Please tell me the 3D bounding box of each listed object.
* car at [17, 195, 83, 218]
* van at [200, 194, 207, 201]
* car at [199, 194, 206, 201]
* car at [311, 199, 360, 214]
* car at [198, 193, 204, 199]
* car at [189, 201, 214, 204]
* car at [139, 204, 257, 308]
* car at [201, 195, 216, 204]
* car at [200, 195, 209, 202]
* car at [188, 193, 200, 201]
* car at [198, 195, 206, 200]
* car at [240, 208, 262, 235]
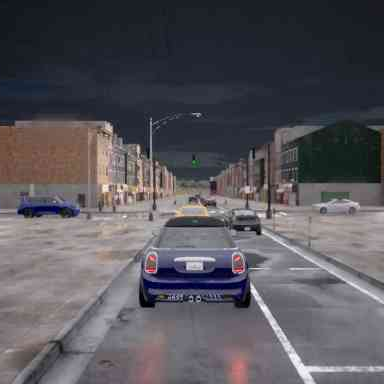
[{"bbox_3d":[-12.847,1.334,30.234,5.566,2.045,2.150,0,1,0],"label":"car"},{"bbox_3d":[2.869,1.351,83.883,1.690,1.788,3.998,-1,0,0],"label":"van"},{"bbox_3d":[2.808,1.585,61.753,1.802,1.307,4.206,-1,0,0],"label":"car"},{"bbox_3d":[14.255,1.403,33.106,4.674,1.442,1.812,0,1,-2],"label":"car"},{"bbox_3d":[2.840,1.551,72.818,1.887,1.381,4.507,-1,0,0],"label":"car"},{"bbox_3d":[0.077,1.472,18.273,1.882,1.535,5.008,0,0,1],"label":"car"},{"bbox_3d":[0.071,1.349,8.078,2.097,1.767,4.553,0,0,1],"label":"car"},{"bbox_3d":[2.774,1.544,50.688,1.887,1.381,4.507,-1,0,0],"label":"car"},{"bbox_3d":[2.854,1.449,78.350,1.967,1.590,4.097,-1,0,0],"label":"car"},{"bbox_3d":[0.228,1.508,75.647,1.837,1.490,4.892,0,0,0],"label":"car"},{"bbox_3d":[2.907,1.565,94.948,2.008,1.369,4.403,-1,0,0],"label":"car"},{"bbox_3d":[2.677,1.545,18.243,2.008,1.369,4.403,-1,0,0],"label":"car"}]
